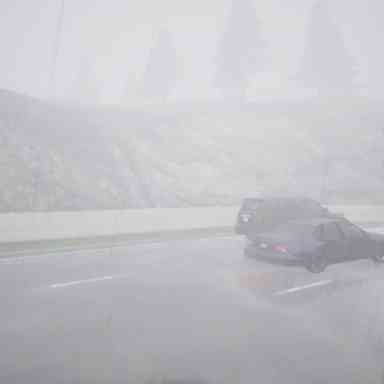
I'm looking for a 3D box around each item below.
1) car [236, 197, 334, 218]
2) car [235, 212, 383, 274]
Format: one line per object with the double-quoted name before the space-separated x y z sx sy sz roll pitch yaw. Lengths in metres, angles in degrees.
"car" 4.561 1.226 14.913 5.566 2.045 2.150 0 0 -29
"car" 4.181 1.552 10.554 5.357 1.411 2.033 0 0 -30
